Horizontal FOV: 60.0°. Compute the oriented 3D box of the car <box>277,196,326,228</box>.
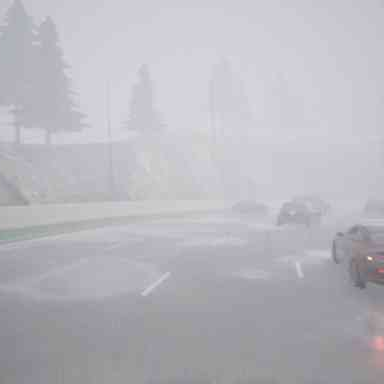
[{"bbox_3d":[7.428,1.393,22.748,2.097,1.767,4.553,1,0,32],"label":"car"}]

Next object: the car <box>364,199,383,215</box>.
[{"bbox_3d":[20.598,1.507,35.887,4.553,1.767,2.097,1,0,-34],"label":"car"}]

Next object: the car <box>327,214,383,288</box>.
[{"bbox_3d":[5.043,1.563,8.965,1.812,1.442,4.674,0,0,14],"label":"car"}]

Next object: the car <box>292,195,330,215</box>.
[{"bbox_3d":[11.913,1.292,33.622,5.566,2.045,2.150,0,0,-44],"label":"car"}]

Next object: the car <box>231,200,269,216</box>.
[{"bbox_3d":[5.754,1.502,32.488,2.128,1.511,4.902,0,0,40],"label":"car"}]
